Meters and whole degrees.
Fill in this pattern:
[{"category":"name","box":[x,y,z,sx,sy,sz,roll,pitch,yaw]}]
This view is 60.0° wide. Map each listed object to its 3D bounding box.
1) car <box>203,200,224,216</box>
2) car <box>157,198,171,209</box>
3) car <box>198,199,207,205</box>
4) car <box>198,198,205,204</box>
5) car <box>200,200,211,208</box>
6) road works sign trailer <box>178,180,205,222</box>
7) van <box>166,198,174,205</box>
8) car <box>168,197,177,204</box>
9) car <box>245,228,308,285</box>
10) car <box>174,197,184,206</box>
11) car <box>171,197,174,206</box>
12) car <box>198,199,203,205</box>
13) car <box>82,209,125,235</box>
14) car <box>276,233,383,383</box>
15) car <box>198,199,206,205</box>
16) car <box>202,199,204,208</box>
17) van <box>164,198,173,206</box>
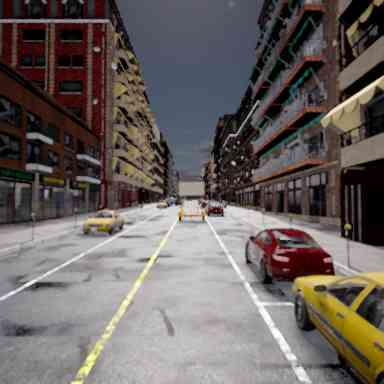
[{"category":"car","box":[2.578,1.929,37.106,1.887,1.381,4.507,1,-1,0]},{"category":"car","box":[-5.306,2.173,59.118,1.752,1.417,4.829,2,-1,0]},{"category":"car","box":[2.569,2.481,81.348,1.887,1.381,4.507,1,-1,0]},{"category":"car","box":[2.577,2.530,92.411,1.967,1.590,4.097,1,-1,0]},{"category":"car","box":[2.572,2.269,64.758,2.008,1.369,4.403,1,-1,0]},{"category":"road works sign trailer","box":[-0.035,0.744,29.800,2.380,3.560,2.880,-1,-1,0]},{"category":"van","box":[-5.307,2.278,81.411,1.690,1.788,3.998,1,-1,0]},{"category":"car","box":[-5.308,2.406,92.471,2.192,1.841,5.009,1,-1,0]},{"category":"car","box":[2.582,1.674,9.457,1.802,1.307,4.206,1,-1,0]},{"category":"car","box":[-2.763,2.295,71.060,1.837,1.490,4.892,0,-1,0]},{"category":"car","box":[-5.302,2.034,64.822,2.192,1.841,5.009,2,-1,0]},{"category":"car","box":[2.573,2.194,59.226,1.887,1.381,4.507,1,-1,0]},{"category":"car","box":[-5.298,1.728,20.414,1.752,1.417,4.829,2,-1,0]},{"category":"car","box":[2.585,1.565,4.099,1.752,1.417,4.829,2,-1,0]},{"category":"car","box":[2.568,2.557,86.878,1.887,1.381,4.507,1,-1,0]},{"category":"car","box":[2.577,1.975,42.808,1.752,1.417,4.829,1,-1,0]},{"category":"van","box":[-5.305,2.203,75.880,1.690,1.788,3.998,2,-1,0]}]
